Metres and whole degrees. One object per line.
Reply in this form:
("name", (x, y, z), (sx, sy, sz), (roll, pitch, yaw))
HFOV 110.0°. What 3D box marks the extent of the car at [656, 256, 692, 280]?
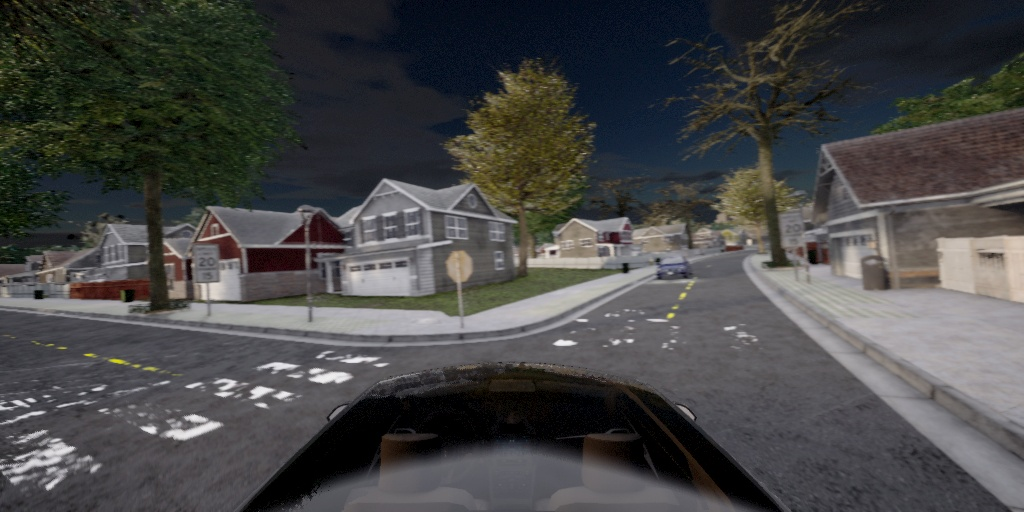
("car", (11.087, 0.744, 24.492), (1.812, 1.442, 4.674), (-6, -1, 31))
